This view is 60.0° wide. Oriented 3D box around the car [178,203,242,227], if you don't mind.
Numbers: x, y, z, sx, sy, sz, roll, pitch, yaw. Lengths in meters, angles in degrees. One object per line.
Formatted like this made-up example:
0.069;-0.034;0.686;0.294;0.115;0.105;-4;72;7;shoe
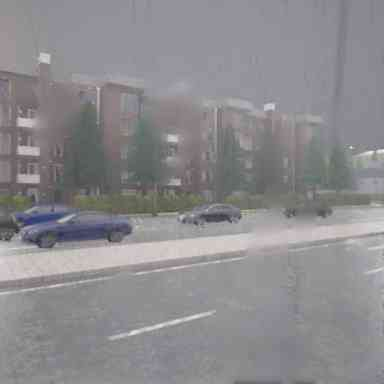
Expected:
1.297;1.535;23.078;4.902;1.511;2.128;0;0;-35;car

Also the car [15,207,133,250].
-4.885;1.537;14.562;4.674;1.442;1.812;0;0;-35;car

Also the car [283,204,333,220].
10.136;1.678;29.056;4.718;1.301;1.895;0;0;-35;car

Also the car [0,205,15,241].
-10.382;1.350;15.030;4.553;1.767;2.097;0;0;-34;car

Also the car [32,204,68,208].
-8.951;1.488;20.262;5.008;1.535;1.882;0;0;-35;car
